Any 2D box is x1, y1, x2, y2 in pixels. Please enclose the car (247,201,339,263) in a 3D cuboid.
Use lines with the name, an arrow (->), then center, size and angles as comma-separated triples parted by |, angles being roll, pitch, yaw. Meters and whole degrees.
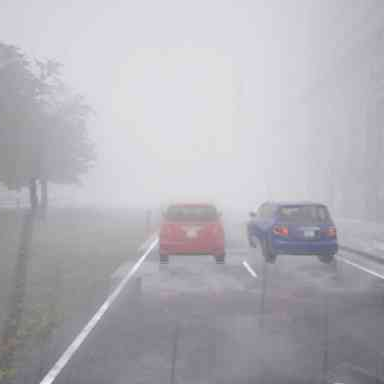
car -> 3.506, 1.345, 12.607 | 2.150, 2.045, 5.566 | 0, 0, 0

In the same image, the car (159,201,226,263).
car -> 0.007, 1.345, 12.604 | 2.150, 2.045, 5.566 | 0, 0, 0
